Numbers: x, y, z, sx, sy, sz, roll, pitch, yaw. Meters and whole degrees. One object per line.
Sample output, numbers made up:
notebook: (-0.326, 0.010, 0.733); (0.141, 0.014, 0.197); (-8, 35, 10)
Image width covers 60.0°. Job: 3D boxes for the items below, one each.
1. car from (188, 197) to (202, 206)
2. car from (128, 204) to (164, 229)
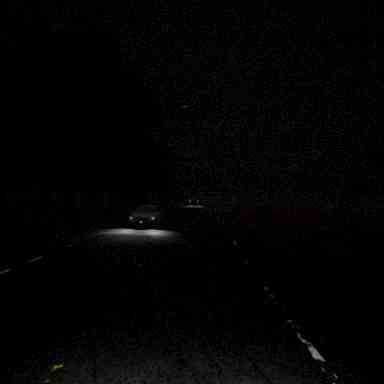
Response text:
car: (0.599, 1.696, 62.974); (2.097, 1.767, 4.553); (2, 0, 8)
car: (-2.997, 1.587, 22.658); (1.812, 1.442, 4.674); (1, 0, 3)
